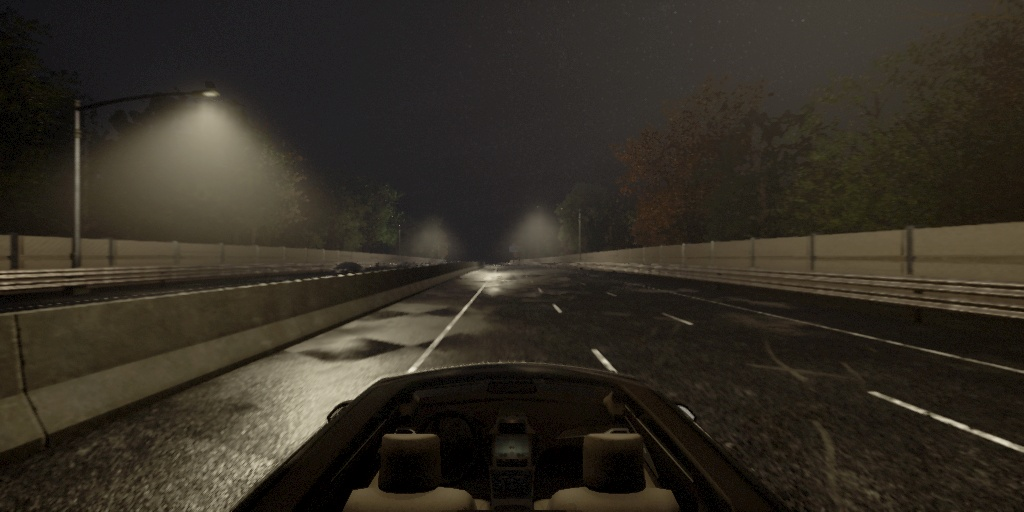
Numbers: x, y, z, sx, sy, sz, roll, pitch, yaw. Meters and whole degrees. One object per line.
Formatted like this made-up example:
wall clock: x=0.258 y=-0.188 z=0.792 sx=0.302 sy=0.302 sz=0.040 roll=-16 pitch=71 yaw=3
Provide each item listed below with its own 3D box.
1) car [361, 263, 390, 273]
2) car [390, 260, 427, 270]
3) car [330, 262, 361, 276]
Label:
car: x=-14.452 y=1.442 z=39.420 sx=1.895 sy=1.301 sz=4.718 roll=0 pitch=0 yaw=-1
car: x=-10.942 y=1.319 z=38.238 sx=2.128 sy=1.511 sz=4.902 roll=0 pitch=0 yaw=-1
car: x=-17.960 y=1.370 z=39.255 sx=1.812 sy=1.442 sz=4.674 roll=0 pitch=0 yaw=-1
